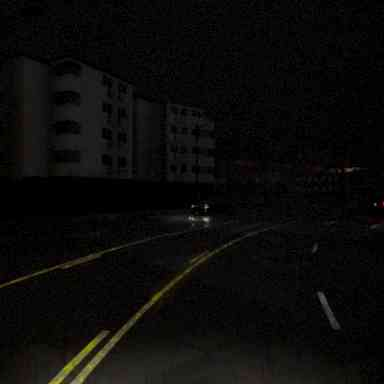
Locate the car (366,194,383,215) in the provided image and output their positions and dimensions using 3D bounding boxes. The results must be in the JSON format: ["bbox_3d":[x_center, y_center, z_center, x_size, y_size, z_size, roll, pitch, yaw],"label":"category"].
[{"bbox_3d":[19.532,1.263,33.132,5.566,2.045,2.150,0,0,-37],"label":"car"}]

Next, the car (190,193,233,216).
[{"bbox_3d":[1.908,1.272,31.105,2.097,1.767,4.553,1,0,41],"label":"car"}]
